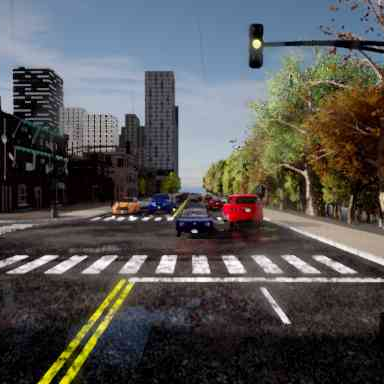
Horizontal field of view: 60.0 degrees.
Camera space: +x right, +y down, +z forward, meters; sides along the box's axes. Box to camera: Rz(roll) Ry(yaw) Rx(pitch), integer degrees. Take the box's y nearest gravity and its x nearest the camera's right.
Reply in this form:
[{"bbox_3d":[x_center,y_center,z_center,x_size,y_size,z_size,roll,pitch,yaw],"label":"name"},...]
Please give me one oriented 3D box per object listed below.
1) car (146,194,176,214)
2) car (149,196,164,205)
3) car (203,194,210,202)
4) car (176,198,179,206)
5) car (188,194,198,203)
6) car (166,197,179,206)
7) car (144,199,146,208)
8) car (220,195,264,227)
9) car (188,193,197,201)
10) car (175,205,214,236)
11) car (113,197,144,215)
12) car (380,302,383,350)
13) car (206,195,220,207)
[{"bbox_3d":[-3.261,1.197,35.885,2.150,2.045,5.566,0,0,0],"label":"car"},{"bbox_3d":[-6.419,1.448,60.186,2.128,1.511,4.902,0,0,1],"label":"car"},{"bbox_3d":[3.430,1.299,71.212,2.097,1.767,4.553,0,0,0],"label":"car"},{"bbox_3d":[-3.230,1.319,46.023,2.097,1.767,4.553,0,0,0],"label":"car"},{"bbox_3d":[0.138,1.499,65.057,2.033,1.411,5.357,0,0,0],"label":"car"},{"bbox_3d":[-3.217,1.560,54.917,1.895,1.301,4.718,0,0,0],"label":"car"},{"bbox_3d":[-6.484,1.570,44.371,1.895,1.301,4.718,0,0,0],"label":"car"},{"bbox_3d":[3.401,1.207,22.844,2.150,2.045,5.566,0,0,0],"label":"car"},{"bbox_3d":[0.161,1.130,75.445,2.097,1.767,4.553,0,0,0],"label":"car"},{"bbox_3d":[0.139,1.590,18.260,1.895,1.301,4.718,0,0,0],"label":"car"},{"bbox_3d":[-6.550,1.329,33.736,2.097,1.767,4.553,0,0,1],"label":"car"},{"bbox_3d":[3.357,1.489,2.397,2.128,1.511,4.902,0,0,0],"label":"car"},{"bbox_3d":[3.452,1.530,47.130,1.994,1.385,4.181,0,0,0],"label":"car"}]
